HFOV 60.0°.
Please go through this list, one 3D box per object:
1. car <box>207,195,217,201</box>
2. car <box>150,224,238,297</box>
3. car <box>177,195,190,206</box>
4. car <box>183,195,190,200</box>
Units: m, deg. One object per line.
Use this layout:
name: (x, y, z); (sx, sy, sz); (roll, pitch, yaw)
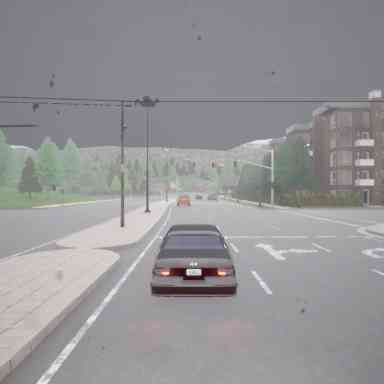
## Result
car: (5.475, 1.539, 85.353); (2.033, 1.411, 5.357); (0, 0, 0)
car: (0.042, 1.547, 8.736); (2.033, 1.411, 5.357); (0, 0, 0)
car: (-1.359, 1.352, 54.481); (2.097, 1.767, 4.553); (0, 0, -1)
car: (-1.548, 1.524, 95.484); (1.812, 1.442, 4.674); (0, 0, 0)
